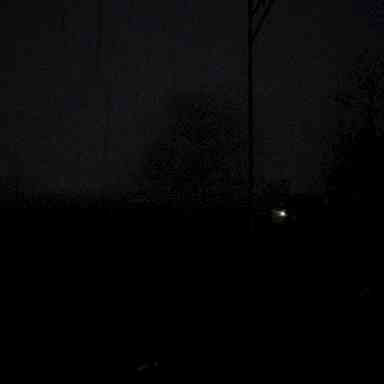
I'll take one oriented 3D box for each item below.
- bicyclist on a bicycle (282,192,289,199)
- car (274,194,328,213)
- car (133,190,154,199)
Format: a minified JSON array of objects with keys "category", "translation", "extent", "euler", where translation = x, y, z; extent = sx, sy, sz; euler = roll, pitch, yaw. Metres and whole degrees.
[{"category":"bicyclist on a bicycle","translation":[9.601,0.778,34.180],"extent":[1.656,1.620,0.582],"euler":[-1,1,-35]},{"category":"car","translation":[9.444,0.944,29.161],"extent":[2.128,1.511,4.902],"euler":[-1,2,-35]},{"category":"car","translation":[-7.718,0.336,53.192],"extent":[1.812,1.442,4.674],"euler":[-1,2,-35]}]
